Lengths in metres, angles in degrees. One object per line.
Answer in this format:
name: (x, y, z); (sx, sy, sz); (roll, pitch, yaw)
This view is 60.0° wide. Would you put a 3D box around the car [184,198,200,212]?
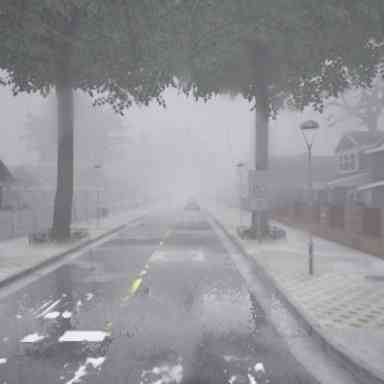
car: (0.007, 1.753, 41.271); (1.994, 1.385, 4.181); (-1, 0, 0)
